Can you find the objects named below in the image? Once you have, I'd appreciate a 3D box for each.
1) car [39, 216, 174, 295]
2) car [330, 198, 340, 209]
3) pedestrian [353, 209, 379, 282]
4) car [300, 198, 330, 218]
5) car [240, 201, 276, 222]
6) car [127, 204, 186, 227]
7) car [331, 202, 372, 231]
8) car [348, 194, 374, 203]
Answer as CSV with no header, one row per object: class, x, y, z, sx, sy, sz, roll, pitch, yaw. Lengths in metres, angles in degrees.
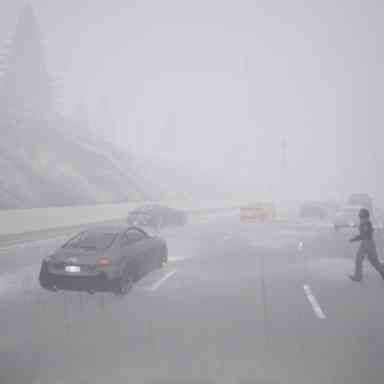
car,-2.050,1.563,8.832,1.994,1.385,4.181,0,0,12
car,17.200,1.521,41.302,1.812,1.442,4.674,0,0,28
pedestrian,4.240,1.293,8.104,0.375,1.860,0.375,0,0,13
car,10.965,1.522,29.871,1.812,1.442,4.674,0,0,28
car,5.423,1.474,26.929,1.882,1.535,5.008,0,0,28
car,-2.024,1.489,20.315,2.128,1.511,4.902,0,0,25
car,9.709,1.524,20.092,1.812,1.442,4.674,0,-1,27
car,17.331,1.216,34.263,2.150,2.045,5.566,0,0,29
